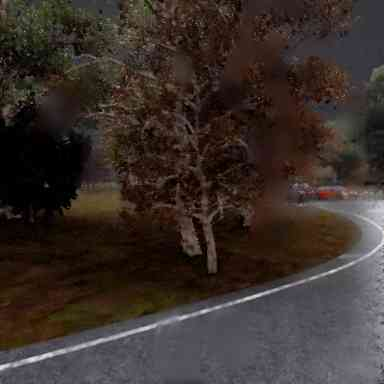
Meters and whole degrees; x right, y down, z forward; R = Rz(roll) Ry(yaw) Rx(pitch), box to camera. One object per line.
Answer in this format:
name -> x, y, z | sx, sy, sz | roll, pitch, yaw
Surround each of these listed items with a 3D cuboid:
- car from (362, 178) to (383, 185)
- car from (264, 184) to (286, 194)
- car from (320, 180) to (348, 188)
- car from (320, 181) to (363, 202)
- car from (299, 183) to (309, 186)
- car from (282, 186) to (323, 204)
car -> 33.121, -1.896, 62.177 | 5.008, 1.535, 1.882 | -2, 2, 5
car -> 14.187, -0.498, 56.661 | 1.812, 1.442, 4.674 | -2, 3, 39
car -> 27.758, -1.543, 65.203 | 4.718, 1.301, 1.895 | -3, 2, -9
car -> 15.408, 0.063, 35.855 | 2.097, 1.767, 4.553 | -4, 2, -25
car -> 18.312, -0.732, 56.663 | 4.674, 1.442, 1.812 | -6, 3, -43
car -> 11.398, 0.452, 36.350 | 2.033, 1.411, 5.357 | -4, 2, -18
